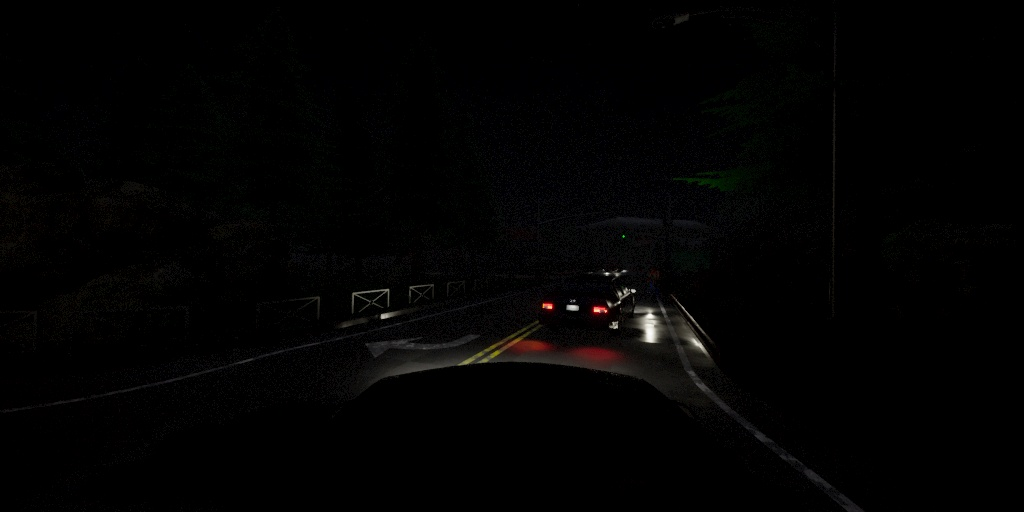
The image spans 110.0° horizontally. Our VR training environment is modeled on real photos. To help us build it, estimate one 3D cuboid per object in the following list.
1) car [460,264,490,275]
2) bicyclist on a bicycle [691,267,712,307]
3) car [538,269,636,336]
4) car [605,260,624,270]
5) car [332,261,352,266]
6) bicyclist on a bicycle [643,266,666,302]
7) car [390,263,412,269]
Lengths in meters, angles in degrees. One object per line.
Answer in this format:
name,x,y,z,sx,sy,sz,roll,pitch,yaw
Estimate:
car,-4.935,1.698,44.866,4.181,1.385,1.994,1,-1,20
bicyclist on a bicycle,8.018,1.305,15.106,1.656,1.620,0.582,1,-1,-34
car,2.400,1.253,10.336,2.033,1.411,5.357,1,-1,25
car,16.923,1.711,59.821,2.150,2.045,5.566,1,-1,20
car,-24.034,1.457,52.283,5.357,1.411,2.033,1,-1,24
bicyclist on a bicycle,6.587,1.294,16.502,1.656,1.620,0.582,1,-1,-31
car,-14.300,1.586,48.357,4.181,1.385,1.994,1,-1,21
